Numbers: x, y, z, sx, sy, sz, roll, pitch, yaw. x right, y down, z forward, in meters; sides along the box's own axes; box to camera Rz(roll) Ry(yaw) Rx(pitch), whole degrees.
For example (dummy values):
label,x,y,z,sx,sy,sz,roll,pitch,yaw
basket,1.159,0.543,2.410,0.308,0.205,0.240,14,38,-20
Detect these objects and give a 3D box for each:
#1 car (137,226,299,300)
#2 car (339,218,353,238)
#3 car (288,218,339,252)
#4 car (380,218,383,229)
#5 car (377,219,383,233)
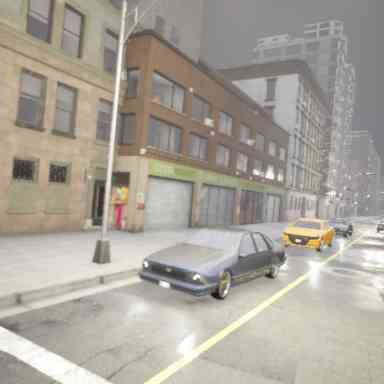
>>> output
label,x,y,z,sx,sy,sz,roll,pitch,yaw
car,0.978,1.717,9.182,2.033,1.411,5.357,4,-1,35
car,11.920,2.829,27.040,2.033,1.411,5.357,5,-1,32
car,6.433,2.201,18.105,1.882,1.535,5.008,5,-1,32
car,26.396,4.303,44.549,1.895,1.301,4.718,5,-1,31
car,20.964,3.688,35.699,2.033,1.411,5.357,4,-1,32
